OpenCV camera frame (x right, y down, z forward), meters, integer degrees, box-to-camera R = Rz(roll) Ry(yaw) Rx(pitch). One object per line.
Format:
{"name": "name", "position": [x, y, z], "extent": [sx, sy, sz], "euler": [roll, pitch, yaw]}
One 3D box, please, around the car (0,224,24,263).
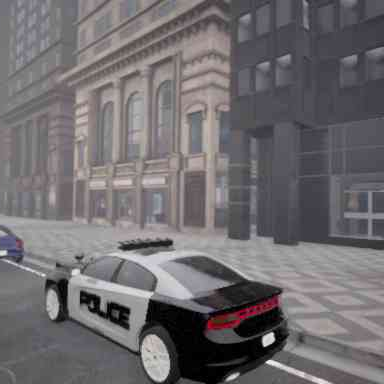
{"name": "car", "position": [-8.010, 1.919, 12.772], "extent": [4.674, 1.442, 1.812], "euler": [-1, -3, 44]}

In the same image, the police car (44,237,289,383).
{"name": "police car", "position": [-0.917, 1.642, 5.885], "extent": [5.238, 1.638, 1.930], "euler": [-1, -3, 44]}
